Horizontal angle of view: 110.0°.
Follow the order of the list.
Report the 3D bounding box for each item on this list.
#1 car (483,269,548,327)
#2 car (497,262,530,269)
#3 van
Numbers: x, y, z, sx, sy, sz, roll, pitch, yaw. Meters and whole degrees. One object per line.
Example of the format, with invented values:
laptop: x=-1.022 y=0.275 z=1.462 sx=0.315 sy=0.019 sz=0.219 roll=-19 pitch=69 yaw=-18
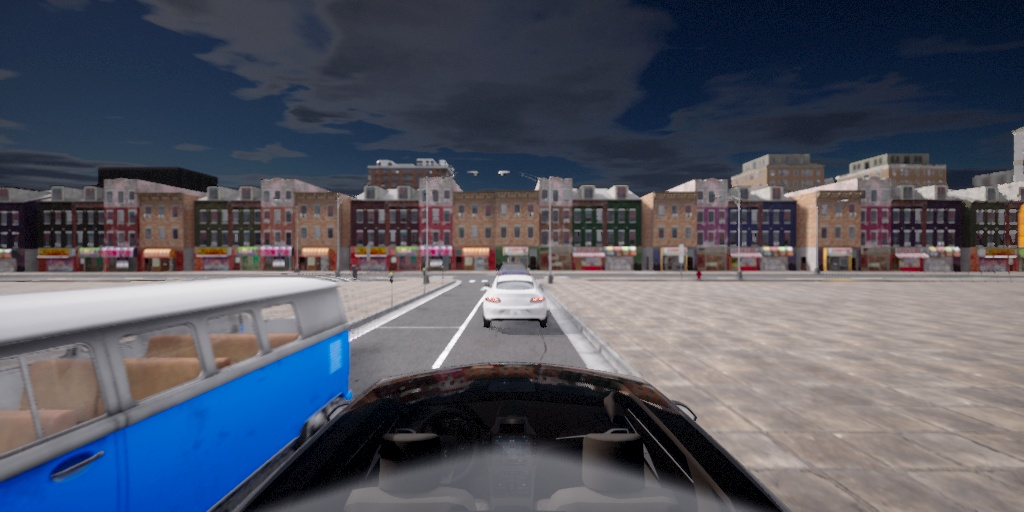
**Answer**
car: x=0.089 y=1.299 z=11.508 sx=1.812 sy=1.442 sz=4.674 roll=0 pitch=0 yaw=0
car: x=0.081 y=1.154 z=22.545 sx=2.097 sy=1.767 sz=4.553 roll=0 pitch=0 yaw=0
van: x=-2.639 y=1.092 z=2.436 sx=1.690 sy=1.789 sz=3.998 roll=0 pitch=0 yaw=0
